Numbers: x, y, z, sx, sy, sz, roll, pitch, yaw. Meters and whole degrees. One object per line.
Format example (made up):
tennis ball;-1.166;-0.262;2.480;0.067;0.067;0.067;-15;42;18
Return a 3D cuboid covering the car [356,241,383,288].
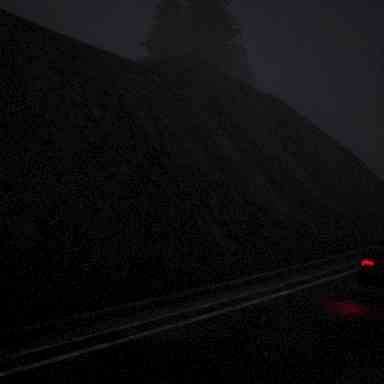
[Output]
car;6.075;1.596;8.388;5.357;1.411;2.033;0;-1;-41
